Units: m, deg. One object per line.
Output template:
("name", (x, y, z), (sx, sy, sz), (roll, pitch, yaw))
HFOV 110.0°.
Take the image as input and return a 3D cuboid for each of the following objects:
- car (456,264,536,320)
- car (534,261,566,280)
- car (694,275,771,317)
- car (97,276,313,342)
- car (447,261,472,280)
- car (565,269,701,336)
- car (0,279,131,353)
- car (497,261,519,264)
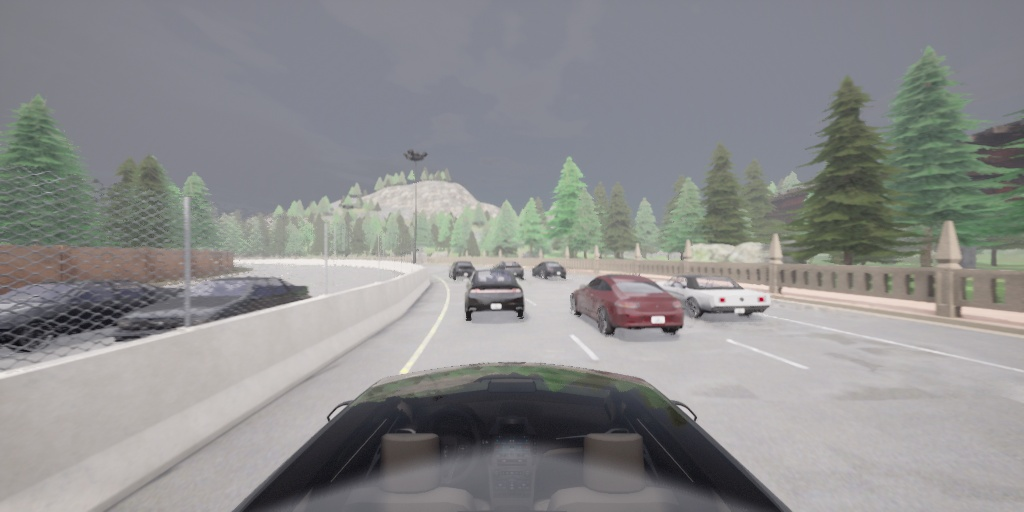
("car", (-0.700, 1.207, 12.560), (2.128, 1.511, 4.902), (0, 0, -6))
("car", (3.041, 1.169, 30.013), (1.812, 1.442, 4.674), (0, 0, -15))
("car", (6.367, 1.293, 12.592), (1.895, 1.301, 4.718), (0, 0, -6))
("car", (-7.573, 1.294, 9.995), (2.033, 1.411, 5.357), (0, 0, -6))
("car", (-4.240, 1.172, 30.088), (1.837, 1.490, 4.892), (0, 0, -16))
("car", (3.034, 1.237, 10.221), (1.812, 1.442, 4.674), (0, 0, -5))
("car", (-10.998, 1.308, 9.093), (2.033, 1.411, 5.357), (0, 0, -5))
("car", (-0.415, 1.148, 29.434), (2.128, 1.511, 4.902), (0, 0, -15))
